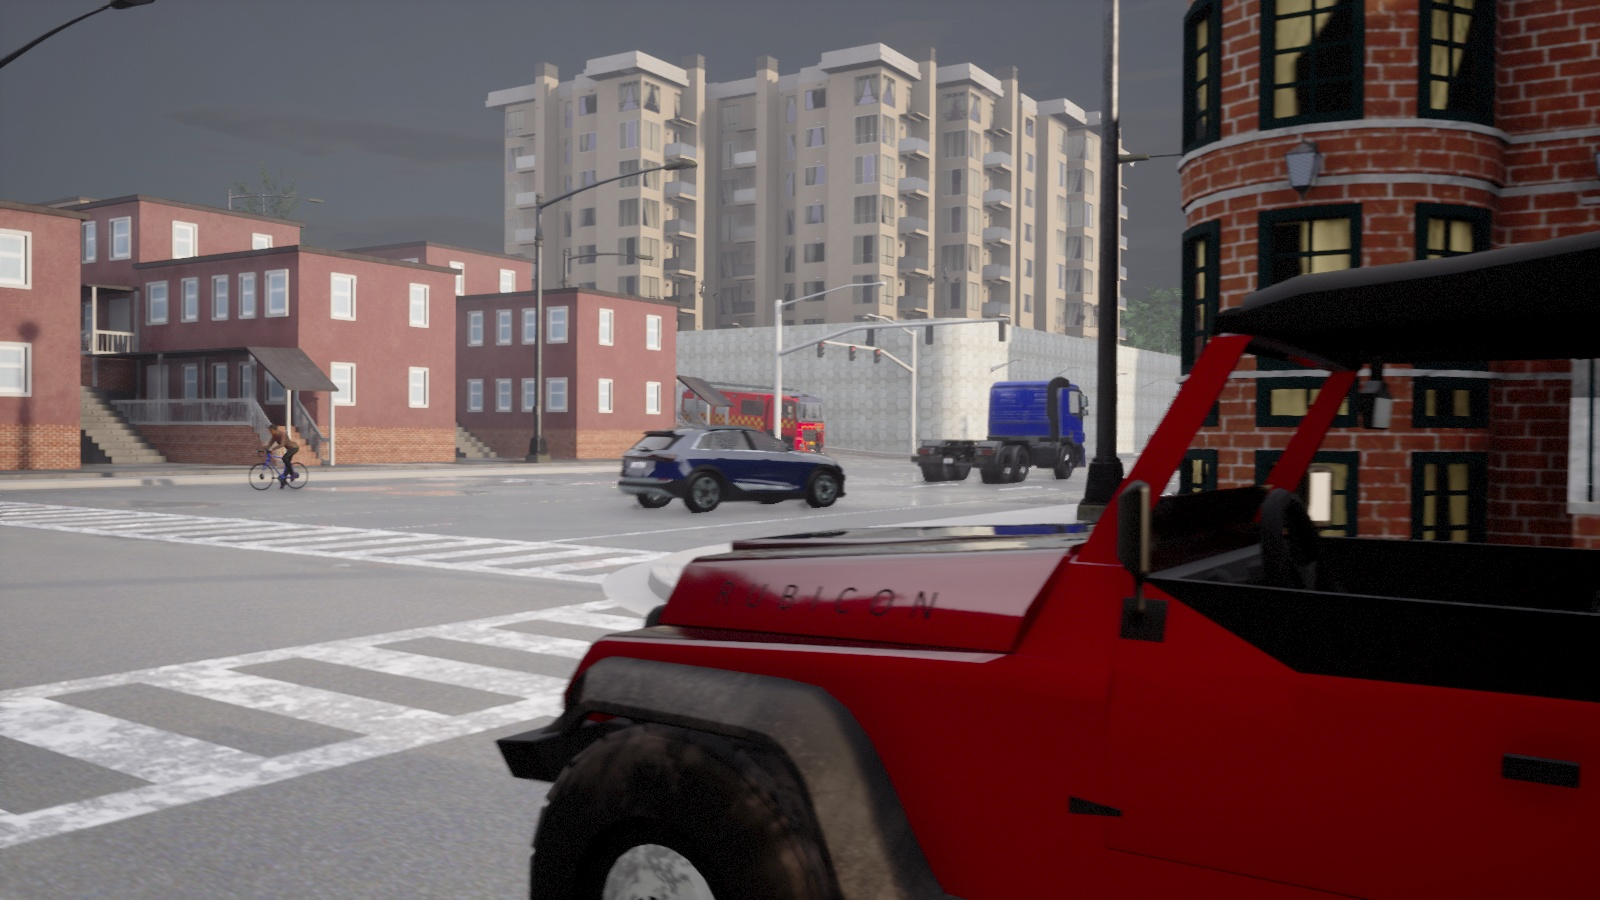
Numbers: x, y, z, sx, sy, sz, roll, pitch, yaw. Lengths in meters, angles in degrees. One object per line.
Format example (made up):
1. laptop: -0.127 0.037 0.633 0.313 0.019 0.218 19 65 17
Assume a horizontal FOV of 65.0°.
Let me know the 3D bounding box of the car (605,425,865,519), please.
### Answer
1. car: -1.204 0.357 24.737 4.856 1.649 2.033 -1 1 -40

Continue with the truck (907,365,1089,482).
1. truck: 6.722 -0.851 41.446 2.891 3.462 7.936 0 1 33

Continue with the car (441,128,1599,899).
1. car: 1.279 0.479 2.771 3.866 1.878 1.905 0 1 33

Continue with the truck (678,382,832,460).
1. truck: -2.651 -1.744 72.024 8.468 3.827 2.891 5 4 33

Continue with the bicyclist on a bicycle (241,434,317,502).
1. bicyclist on a bicycle: -12.807 0.420 30.933 0.582 1.620 1.656 0 1 33

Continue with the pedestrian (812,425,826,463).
1. pedestrian: 0.935 -0.305 60.857 0.331 1.846 0.636 0 1 40
